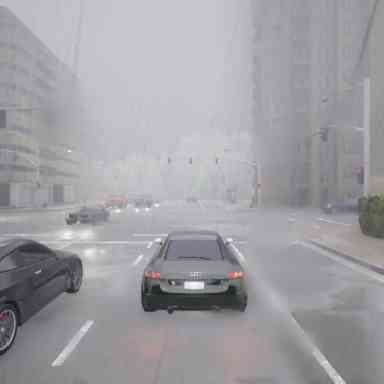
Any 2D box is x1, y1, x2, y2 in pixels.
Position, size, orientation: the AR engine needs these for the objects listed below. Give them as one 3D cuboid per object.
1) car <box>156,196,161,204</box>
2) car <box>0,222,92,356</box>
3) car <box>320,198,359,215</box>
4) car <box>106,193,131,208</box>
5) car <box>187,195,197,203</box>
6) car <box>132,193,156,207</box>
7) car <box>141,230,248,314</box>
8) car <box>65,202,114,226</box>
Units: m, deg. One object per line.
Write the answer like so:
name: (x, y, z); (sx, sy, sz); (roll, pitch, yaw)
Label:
car: (-7.196, 1.491, 65.337); (2.128, 1.511, 4.902); (0, 0, 0)
car: (-3.462, 1.526, 5.888); (1.812, 1.442, 4.674); (0, 0, 0)
car: (15.502, 1.352, 33.736); (4.553, 1.767, 2.097); (0, 0, 1)
car: (-10.715, 1.221, 47.544); (2.150, 2.045, 5.566); (0, 0, 0)
car: (-0.071, 1.352, 69.733); (2.097, 1.767, 4.553); (0, 0, 0)
car: (-7.222, 1.221, 50.677); (2.150, 2.045, 5.566); (0, 0, 0)
car: (0.046, 1.564, 7.692); (1.994, 1.385, 4.181); (0, 0, 0)
car: (-7.157, 1.601, 23.175); (1.895, 1.301, 4.718); (0, 0, 0)
